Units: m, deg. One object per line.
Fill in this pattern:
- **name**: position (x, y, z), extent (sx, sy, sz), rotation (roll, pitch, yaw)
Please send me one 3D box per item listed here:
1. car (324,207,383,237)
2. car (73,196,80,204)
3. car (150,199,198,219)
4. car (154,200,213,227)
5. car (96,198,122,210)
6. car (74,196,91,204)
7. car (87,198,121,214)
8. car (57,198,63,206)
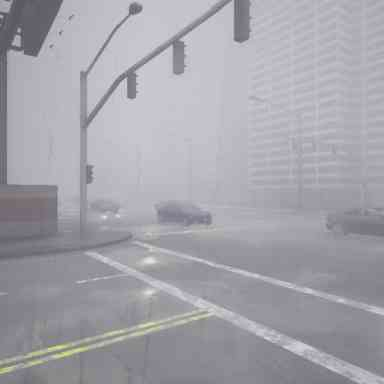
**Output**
- **car**: position (8.769, 1.491, 15.787), extent (2.128, 1.511, 4.902), rotation (0, 0, -35)
- **car**: position (-20.158, 1.313, 56.923), extent (1.895, 1.301, 4.718), rotation (0, 0, -35)
- **car**: position (-1.738, 1.490, 30.665), extent (2.128, 1.511, 4.902), rotation (0, 0, -35)
- **car**: position (-0.595, 1.478, 22.979), extent (1.882, 1.535, 5.008), rotation (0, 0, -35)
- **car**: position (-10.958, 1.526, 43.747), extent (1.812, 1.442, 4.674), rotation (0, 0, -35)
- **car**: position (-21.536, 1.526, 65.115), extent (1.812, 1.442, 4.674), rotation (0, 0, -35)
- **car**: position (-9.369, 1.504, 35.406), extent (1.837, 1.490, 4.892), rotation (0, 0, -35)
- **car**: position (-22.759, 1.547, 54.530), extent (2.033, 1.411, 5.357), rotation (0, 0, -35)
